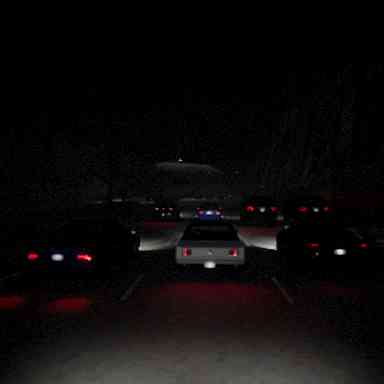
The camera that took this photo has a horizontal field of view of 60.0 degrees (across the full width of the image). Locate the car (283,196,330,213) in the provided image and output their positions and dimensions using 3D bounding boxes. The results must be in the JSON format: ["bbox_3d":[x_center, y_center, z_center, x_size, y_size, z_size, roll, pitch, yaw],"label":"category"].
[{"bbox_3d":[8.296,1.290,24.512,2.150,2.045,5.566,0,0,3],"label":"car"}]

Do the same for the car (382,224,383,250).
[{"bbox_3d":[7.629,1.569,11.407,1.812,1.442,4.674,0,0,3],"label":"car"}]

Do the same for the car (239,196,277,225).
[{"bbox_3d":[4.800,1.280,24.651,2.150,2.045,5.566,0,0,3],"label":"car"}]

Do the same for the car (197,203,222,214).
[{"bbox_3d":[1.416,1.597,26.956,2.033,1.411,5.357,0,0,3],"label":"car"}]

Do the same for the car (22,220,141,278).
[{"bbox_3d":[-2.952,1.556,10.128,2.033,1.411,5.357,0,0,3],"label":"car"}]

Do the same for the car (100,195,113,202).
[{"bbox_3d":[-20.464,1.505,79.930,1.882,1.535,5.008,0,0,3],"label":"car"}]

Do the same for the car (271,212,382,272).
[{"bbox_3d":[4.102,1.595,10.974,1.994,1.385,4.181,0,0,3],"label":"car"}]

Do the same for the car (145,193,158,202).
[{"bbox_3d":[-9.981,1.558,79.336,1.837,1.490,4.892,0,0,3],"label":"car"}]

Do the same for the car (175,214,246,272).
[{"bbox_3d":[0.593,1.622,10.924,1.895,1.301,4.718,0,0,3],"label":"car"}]

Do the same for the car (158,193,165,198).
[{"bbox_3d":[-9.057,1.180,94.988,2.150,2.045,5.566,0,1,3],"label":"car"}]

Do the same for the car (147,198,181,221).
[{"bbox_3d":[-2.054,1.529,27.586,2.128,1.511,4.902,0,0,3],"label":"car"}]
